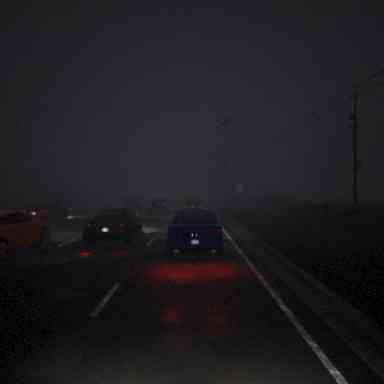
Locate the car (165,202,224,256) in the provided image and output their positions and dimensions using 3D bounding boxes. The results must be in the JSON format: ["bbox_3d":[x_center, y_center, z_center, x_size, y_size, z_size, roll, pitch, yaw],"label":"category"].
[{"bbox_3d":[0.096,1.372,12.732,1.882,1.535,5.008,0,0,0],"label":"car"}]

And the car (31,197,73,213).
[{"bbox_3d":[-13.998,1.267,33.656,2.033,1.411,5.357,0,0,0],"label":"car"}]

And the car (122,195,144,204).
[{"bbox_3d":[-6.913,1.189,40.597,1.812,1.442,4.674,0,1,0],"label":"car"}]

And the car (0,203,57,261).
[{"bbox_3d":[-6.904,1.377,11.931,1.882,1.535,5.008,0,1,0],"label":"car"}]

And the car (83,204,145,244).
[{"bbox_3d":[-3.405,1.439,15.030,1.994,1.385,4.181,0,1,0],"label":"car"}]

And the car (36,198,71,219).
[{"bbox_3d":[-10.409,1.365,23.866,1.994,1.385,4.181,0,0,0],"label":"car"}]

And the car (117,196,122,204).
[{"bbox_3d":[-10.418,1.167,52.386,1.895,1.301,4.718,0,0,0],"label":"car"}]

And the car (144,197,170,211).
[{"bbox_3d":[-3.414,1.255,35.365,2.033,1.411,5.357,0,1,0],"label":"car"}]

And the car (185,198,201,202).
[{"bbox_3d":[0.089,1.295,30.518,2.033,1.411,5.357,0,0,0],"label":"car"}]
